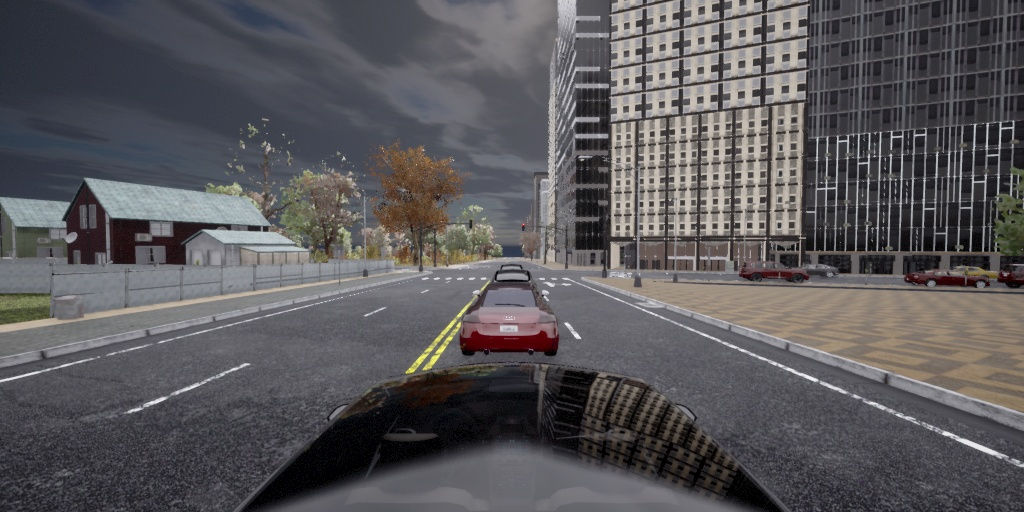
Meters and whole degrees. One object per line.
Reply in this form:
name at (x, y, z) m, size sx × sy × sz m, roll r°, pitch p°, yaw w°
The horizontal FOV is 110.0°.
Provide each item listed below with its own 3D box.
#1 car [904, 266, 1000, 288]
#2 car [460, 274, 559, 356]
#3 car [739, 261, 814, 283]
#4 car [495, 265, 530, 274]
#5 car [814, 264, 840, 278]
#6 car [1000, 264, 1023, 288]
car at (33.625, 1.716, 27.823) m, size 4.507 × 1.381 × 1.888 m, roll 0°, pitch 0°, yaw 20°
car at (-0.033, 1.311, 8.630) m, size 1.994 × 1.385 × 4.181 m, roll 0°, pitch 0°, yaw 1°
car at (22.974, 1.394, 31.707) m, size 5.009 × 1.841 × 2.192 m, roll 0°, pitch 0°, yaw 20°
car at (0.028, 1.251, 14.016) m, size 1.837 × 1.490 × 4.892 m, roll 0°, pitch 0°, yaw 0°
car at (31.000, 1.469, 37.166) m, size 4.403 × 1.370 × 2.007 m, roll 0°, pitch 0°, yaw 20°
car at (38.951, 1.531, 25.881) m, size 5.009 × 1.841 × 2.192 m, roll 0°, pitch 0°, yaw 20°
